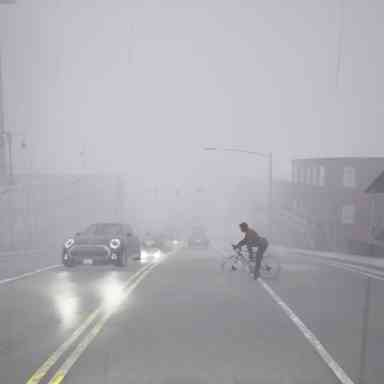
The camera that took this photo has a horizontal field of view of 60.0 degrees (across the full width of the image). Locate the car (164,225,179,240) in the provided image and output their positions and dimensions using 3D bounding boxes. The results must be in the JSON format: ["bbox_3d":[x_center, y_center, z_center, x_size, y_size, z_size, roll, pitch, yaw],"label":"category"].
[{"bbox_3d":[-2.824,5.146,43.134,2.097,1.767,4.553,0,-1,2],"label":"car"}]

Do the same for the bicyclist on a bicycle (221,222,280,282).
[{"bbox_3d":[1.635,1.687,9.372,1.656,1.620,0.582,-1,-4,2],"label":"bicyclist on a bicycle"}]

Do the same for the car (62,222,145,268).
[{"bbox_3d":[-3.395,1.987,13.285,2.097,1.767,4.553,0,-7,1],"label":"car"}]

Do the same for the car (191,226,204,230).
[{"bbox_3d":[0.862,5.362,45.429,2.033,1.411,5.357,0,0,1],"label":"car"}]

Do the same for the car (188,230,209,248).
[{"bbox_3d":[0.660,4.817,33.533,1.994,1.385,4.181,0,-5,1],"label":"car"}]

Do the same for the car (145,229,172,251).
[{"bbox_3d":[-3.134,3.993,27.250,2.128,1.511,4.902,0,-7,1],"label":"car"}]
